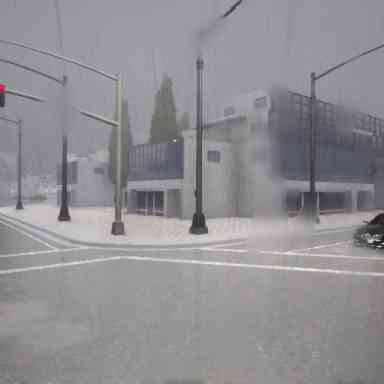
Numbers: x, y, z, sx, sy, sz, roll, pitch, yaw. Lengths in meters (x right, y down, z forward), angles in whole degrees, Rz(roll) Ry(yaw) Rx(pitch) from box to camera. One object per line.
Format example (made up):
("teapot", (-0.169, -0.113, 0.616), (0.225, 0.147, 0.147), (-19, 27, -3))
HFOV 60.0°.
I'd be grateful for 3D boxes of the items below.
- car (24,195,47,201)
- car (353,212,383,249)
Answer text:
("car", (-38.650, 1.430, 83.140), (4.674, 1.442, 1.812), (0, 0, 6))
("car", (8.748, 1.616, 14.191), (4.892, 1.490, 1.837), (-1, 0, -37))
